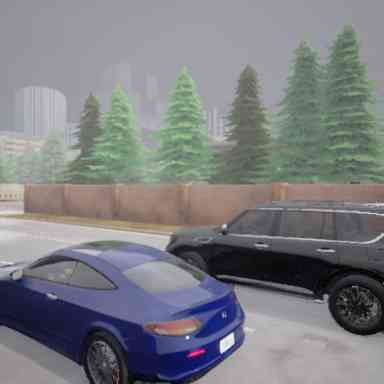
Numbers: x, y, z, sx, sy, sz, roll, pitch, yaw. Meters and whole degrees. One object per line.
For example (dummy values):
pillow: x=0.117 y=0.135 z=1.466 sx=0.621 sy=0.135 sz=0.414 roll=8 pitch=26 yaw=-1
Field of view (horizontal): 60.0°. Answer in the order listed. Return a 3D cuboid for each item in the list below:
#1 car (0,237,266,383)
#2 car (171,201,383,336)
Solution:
car: x=-1.478 y=1.480 z=5.045 sx=4.674 sy=1.442 sz=1.812 roll=1 pitch=0 yaw=36
car: x=1.951 y=1.195 z=6.900 sx=5.566 sy=2.045 sz=2.150 roll=1 pitch=0 yaw=35
